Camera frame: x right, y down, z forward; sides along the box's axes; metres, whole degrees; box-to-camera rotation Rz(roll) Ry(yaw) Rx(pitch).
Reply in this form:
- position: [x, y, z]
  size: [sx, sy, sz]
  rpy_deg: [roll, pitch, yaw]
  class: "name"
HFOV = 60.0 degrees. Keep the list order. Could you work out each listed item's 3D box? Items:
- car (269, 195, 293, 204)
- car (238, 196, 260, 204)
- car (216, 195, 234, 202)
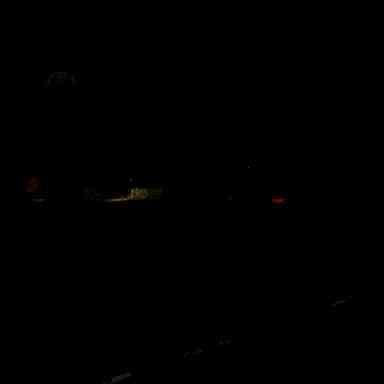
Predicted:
- position: [16.795, 1.427, 63.041]
  size: [2.097, 1.767, 4.553]
  rpy_deg: [-1, 0, -36]
  class: "car"
- position: [11.228, 1.632, 65.974]
  size: [2.128, 1.511, 4.902]
  rpy_deg: [-1, 0, -36]
  class: "car"
- position: [7.407, 1.442, 75.834]
  size: [1.882, 1.535, 5.008]
  rpy_deg: [-1, 0, -36]
  class: "car"
